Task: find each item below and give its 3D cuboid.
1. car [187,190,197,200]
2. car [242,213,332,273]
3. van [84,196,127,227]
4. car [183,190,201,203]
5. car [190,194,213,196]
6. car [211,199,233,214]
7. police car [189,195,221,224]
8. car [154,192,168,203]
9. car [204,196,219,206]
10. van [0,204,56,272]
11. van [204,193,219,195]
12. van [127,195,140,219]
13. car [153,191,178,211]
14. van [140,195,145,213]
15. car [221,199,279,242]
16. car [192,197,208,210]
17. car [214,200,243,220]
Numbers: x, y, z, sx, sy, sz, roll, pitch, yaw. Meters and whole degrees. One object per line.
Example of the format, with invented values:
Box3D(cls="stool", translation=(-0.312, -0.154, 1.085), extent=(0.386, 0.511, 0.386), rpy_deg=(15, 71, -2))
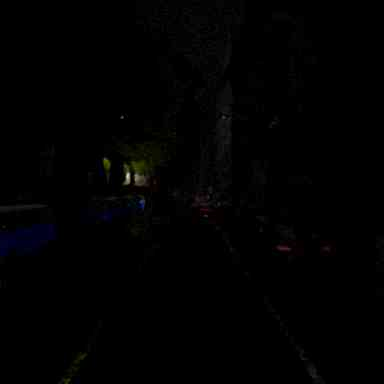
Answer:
Box3D(cls="car", translation=(0.030, 0.644, 74.436), extent=(2.150, 2.045, 5.566), rpy_deg=(0, 0, 0))
Box3D(cls="car", translation=(2.859, 1.533, 10.236), extent=(1.802, 1.307, 4.206), rpy_deg=(0, 0, 0))
Box3D(cls="van", translation=(-5.662, 1.233, 21.537), extent=(1.690, 1.788, 3.998), rpy_deg=(0, 0, 0))
Box3D(cls="car", translation=(0.023, 0.887, 59.331), extent=(2.150, 2.045, 5.566), rpy_deg=(0, 0, 0))
Box3D(cls="car", translation=(0.913, 1.277, 34.040), extent=(1.801, 1.575, 5.366), rpy_deg=(0, 0, 0))
Box3D(cls="car", translation=(2.869, 1.411, 32.878), extent=(1.802, 1.307, 4.206), rpy_deg=(0, 0, 0))
Box3D(cls="police car", translation=(0.909, 1.305, 23.960), extent=(1.930, 1.638, 5.238), rpy_deg=(0, 0, 0))
Box3D(cls="car", translation=(-5.645, 0.968, 61.141), extent=(2.192, 1.841, 5.009), rpy_deg=(0, 0, 0))
Box3D(cls="car", translation=(2.876, 1.271, 49.859), extent=(1.887, 1.381, 4.507), rpy_deg=(0, 0, 0))
Box3D(cls="van", translation=(-5.667, 1.292, 10.221), extent=(1.690, 1.788, 3.998), rpy_deg=(0, 0, 0))
Box3D(cls="van", translation=(2.873, 1.102, 44.197), extent=(1.690, 1.788, 3.998), rpy_deg=(0, 0, 0))
Box3D(cls="van", translation=(-5.660, 1.202, 27.194), extent=(1.690, 1.788, 3.998), rpy_deg=(0, 0, 0))
Box3D(cls="car", translation=(-3.080, 1.019, 38.095), extent=(2.150, 2.045, 5.566), rpy_deg=(0, 0, 0))
Box3D(cls="van", translation=(-5.657, 1.170, 32.852), extent=(1.690, 1.788, 3.998), rpy_deg=(0, 0, 0))
Box3D(cls="car", translation=(2.860, 1.237, 15.895), extent=(2.192, 1.841, 5.009), rpy_deg=(0, 0, 0))
Box3D(cls="car", translation=(0.916, 1.314, 39.851), extent=(1.812, 1.442, 4.674), rpy_deg=(0, 0, 0))
Box3D(cls="car", translation=(2.866, 1.406, 27.217), extent=(1.887, 1.381, 4.507), rpy_deg=(0, 0, 0))
